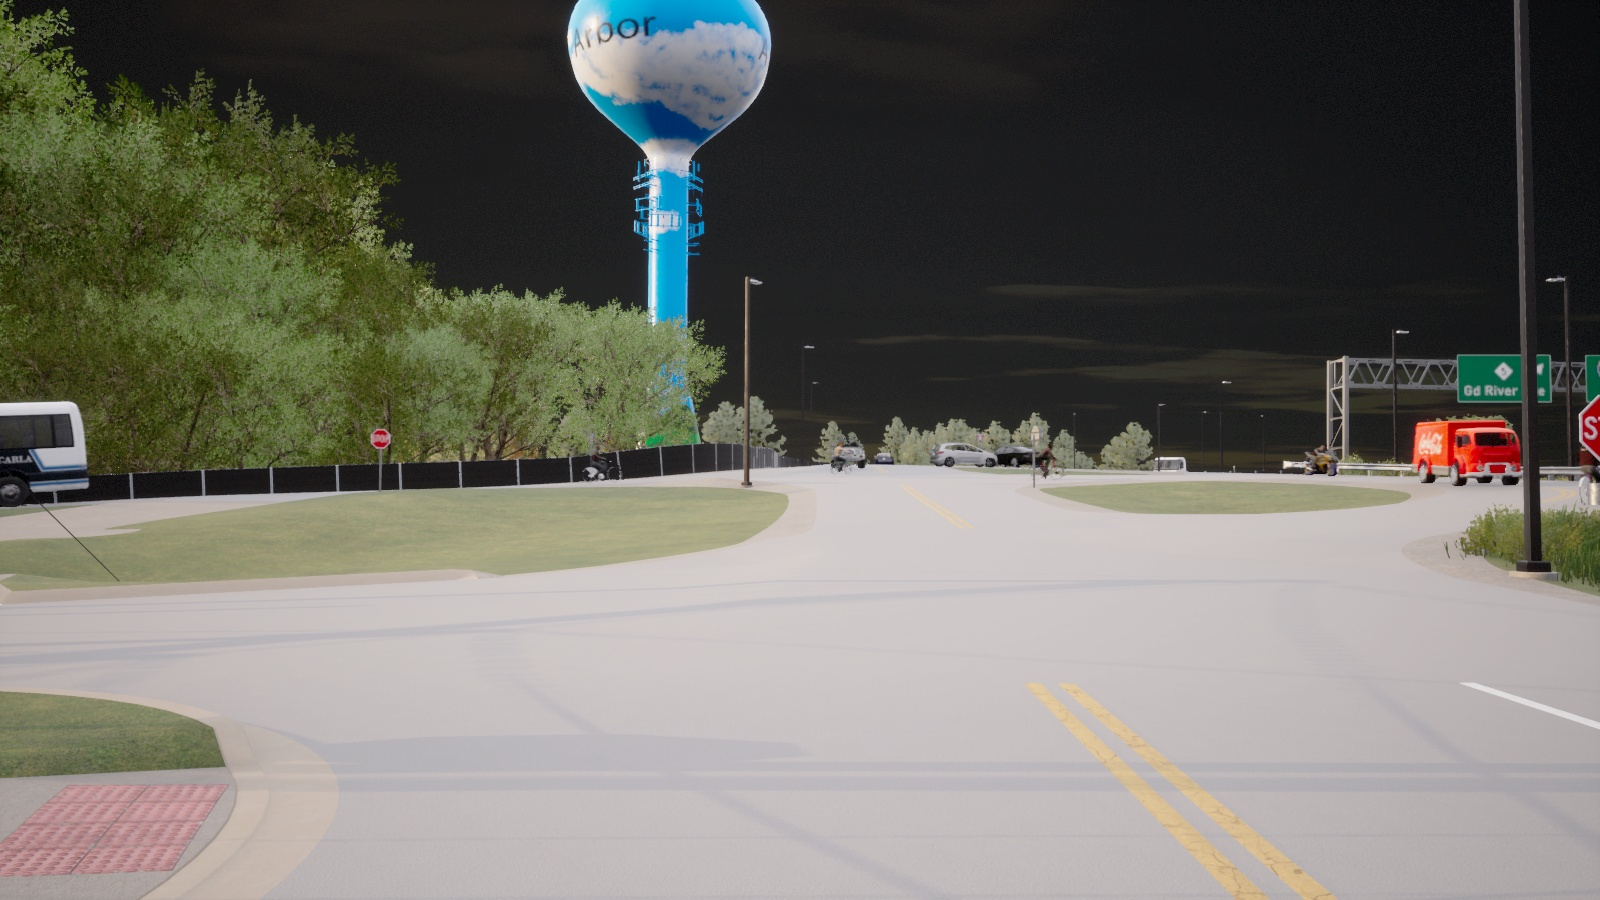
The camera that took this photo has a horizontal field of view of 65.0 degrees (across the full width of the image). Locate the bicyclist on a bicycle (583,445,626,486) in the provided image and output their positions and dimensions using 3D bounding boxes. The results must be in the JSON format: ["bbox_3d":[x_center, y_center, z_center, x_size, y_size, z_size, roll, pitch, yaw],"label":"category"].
[{"bbox_3d":[-9.022,0.717,57.885,1.843,1.776,0.659,-3,-1,-12],"label":"bicyclist on a bicycle"}]

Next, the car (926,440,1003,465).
[{"bbox_3d":[11.126,0.186,85.091,4.611,1.667,2.242,0,0,-14],"label":"car"}]

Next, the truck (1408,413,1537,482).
[{"bbox_3d":[25.635,-0.099,48.134,2.627,2.467,5.204,-1,1,7],"label":"truck"}]

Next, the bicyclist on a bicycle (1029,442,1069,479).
[{"bbox_3d":[11.210,0.474,56.571,1.656,1.620,0.582,0,1,-15],"label":"bicyclist on a bicycle"}]

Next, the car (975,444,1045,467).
[{"bbox_3d":[14.346,0.339,85.967,1.882,1.535,5.008,1,0,-32],"label":"car"}]

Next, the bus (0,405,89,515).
[{"bbox_3d":[-34.579,0.652,49.714,10.273,4.253,3.944,-5,2,-45],"label":"bus"}]

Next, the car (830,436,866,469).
[{"bbox_3d":[2.743,0.132,73.295,1.932,1.855,4.605,0,0,0],"label":"car"}]

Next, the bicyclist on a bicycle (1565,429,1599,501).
[{"bbox_3d":[20.398,0.369,32.194,1.843,1.776,0.659,-2,-1,-39],"label":"bicyclist on a bicycle"}]

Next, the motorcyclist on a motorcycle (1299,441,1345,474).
[{"bbox_3d":[24.991,0.348,60.165,0.866,1.530,2.191,0,0,-17],"label":"motorcyclist on a motorcycle"}]
